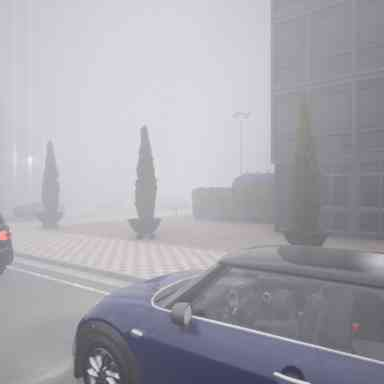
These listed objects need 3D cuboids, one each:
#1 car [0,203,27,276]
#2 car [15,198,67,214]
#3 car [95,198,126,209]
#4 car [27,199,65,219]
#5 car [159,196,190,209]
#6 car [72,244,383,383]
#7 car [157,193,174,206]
[{"bbox_3d":[-7.032,1.220,8.995,5.566,2.045,2.150,0,0,36],"label":"car"},{"bbox_3d":[-16.776,1.484,37.202,2.128,1.511,4.902,0,0,35],"label":"car"},{"bbox_3d":[-11.073,1.556,45.336,1.994,1.385,4.181,0,0,35],"label":"car"},{"bbox_3d":[-13.434,1.557,29.417,1.994,1.385,4.181,0,0,35],"label":"car"},{"bbox_3d":[-2.112,1.557,45.583,1.994,1.385,4.181,0,0,35],"label":"car"},{"bbox_3d":[0.827,1.352,3.404,4.553,1.767,2.097,0,0,36],"label":"car"},{"bbox_3d":[-4.982,1.213,54.013,2.150,2.045,5.566,0,0,35],"label":"car"}]
